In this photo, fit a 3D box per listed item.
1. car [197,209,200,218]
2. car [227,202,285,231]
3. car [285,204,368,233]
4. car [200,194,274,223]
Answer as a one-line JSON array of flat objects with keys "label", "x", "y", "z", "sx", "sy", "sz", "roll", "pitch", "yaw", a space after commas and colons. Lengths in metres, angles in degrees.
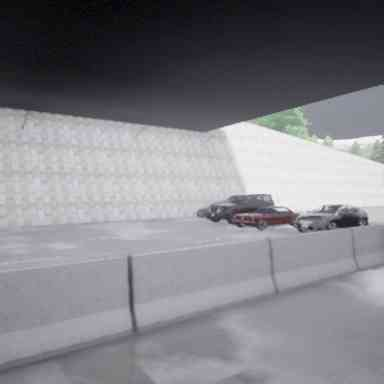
[{"label": "car", "x": 2.549, "y": 1.448, "z": 27.269, "sx": 4.674, "sy": 1.442, "sz": 1.812, "roll": 0, "pitch": 0, "yaw": -35}, {"label": "car", "x": 4.681, "y": 1.533, "z": 20.199, "sx": 4.718, "sy": 1.301, "sz": 1.895, "roll": 0, "pitch": 0, "yaw": -35}, {"label": "car", "x": 7.618, "y": 1.419, "z": 17.992, "sx": 4.902, "sy": 1.511, "sz": 2.128, "roll": 0, "pitch": 0, "yaw": -35}, {"label": "car", "x": 3.643, "y": 1.148, "z": 23.754, "sx": 5.566, "sy": 2.045, "sz": 2.150, "roll": 0, "pitch": 0, "yaw": -35}]
